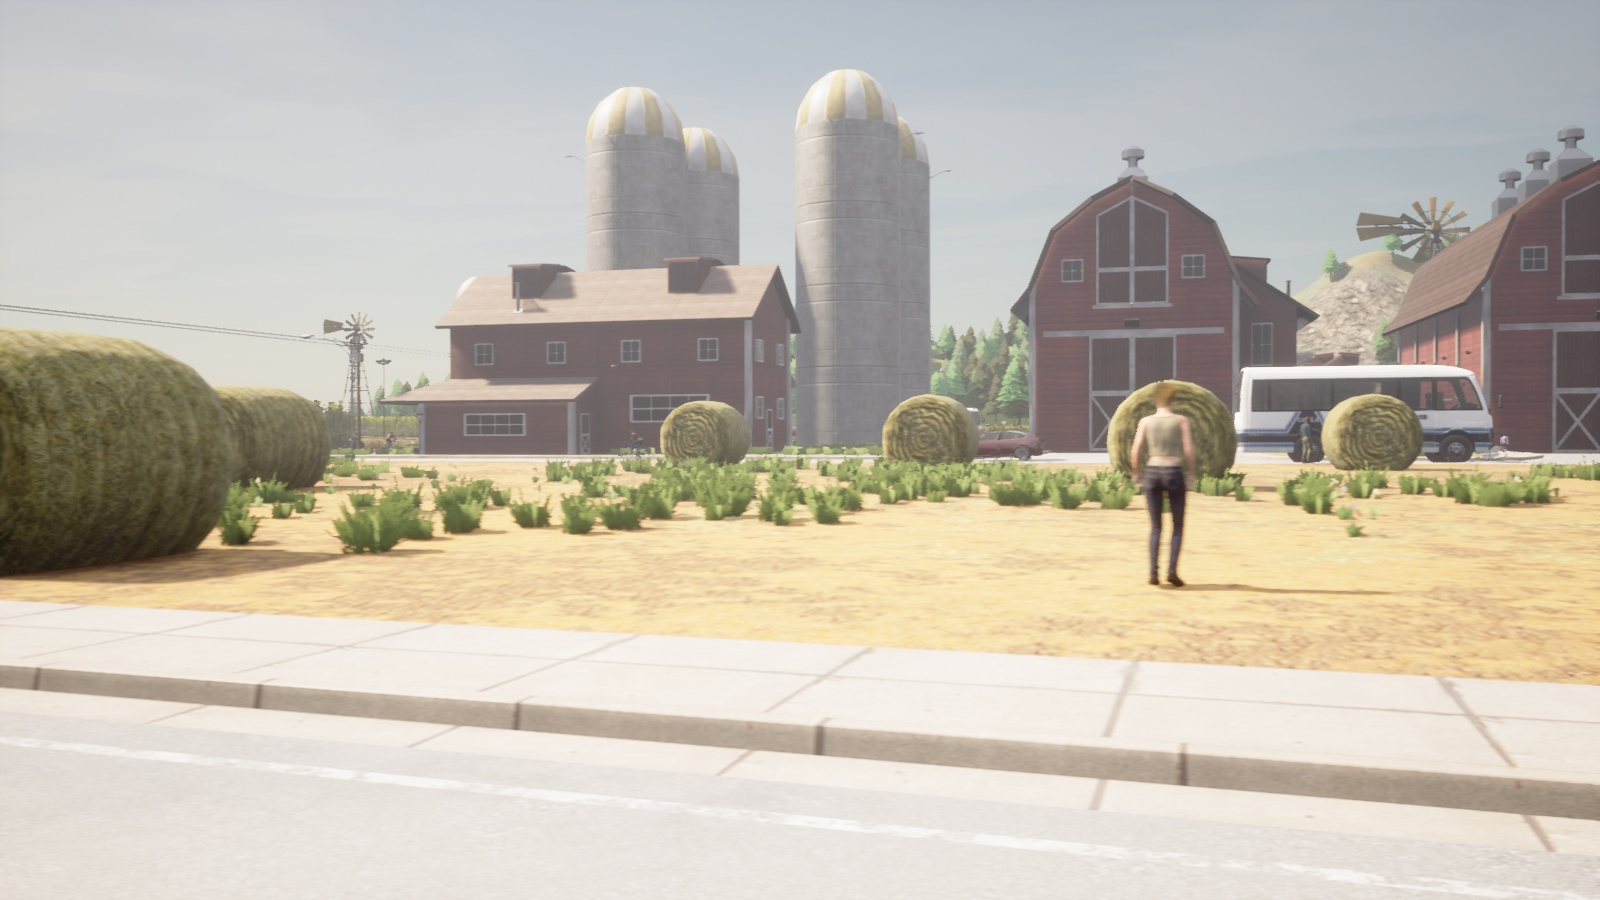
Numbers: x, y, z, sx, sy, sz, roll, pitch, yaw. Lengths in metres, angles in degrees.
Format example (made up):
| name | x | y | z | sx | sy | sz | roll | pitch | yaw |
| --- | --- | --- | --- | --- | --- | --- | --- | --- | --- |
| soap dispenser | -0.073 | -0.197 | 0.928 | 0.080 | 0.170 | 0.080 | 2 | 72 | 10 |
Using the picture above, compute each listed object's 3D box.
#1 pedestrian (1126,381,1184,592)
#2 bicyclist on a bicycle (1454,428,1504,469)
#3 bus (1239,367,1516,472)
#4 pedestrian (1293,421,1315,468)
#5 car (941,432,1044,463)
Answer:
| name | x | y | z | sx | sy | sz | roll | pitch | yaw |
| --- | --- | --- | --- | --- | --- | --- | --- | --- | --- |
| pedestrian | 3.188 | 0.311 | 11.262 | 0.345 | 1.836 | 0.594 | 1 | 1 | 30 |
| bicyclist on a bicycle | 30.385 | -0.080 | 56.194 | 1.843 | 1.776 | 0.659 | 1 | 1 | 15 |
| bus | 24.526 | -1.316 | 54.101 | 10.273 | 4.253 | 3.944 | 0 | 1 | 15 |
| pedestrian | 19.760 | -0.234 | 49.229 | 0.726 | 1.835 | 0.370 | 0 | 1 | -12 |
| car | 9.467 | -0.134 | 61.709 | 4.792 | 1.488 | 2.163 | 0 | 1 | 15 |
